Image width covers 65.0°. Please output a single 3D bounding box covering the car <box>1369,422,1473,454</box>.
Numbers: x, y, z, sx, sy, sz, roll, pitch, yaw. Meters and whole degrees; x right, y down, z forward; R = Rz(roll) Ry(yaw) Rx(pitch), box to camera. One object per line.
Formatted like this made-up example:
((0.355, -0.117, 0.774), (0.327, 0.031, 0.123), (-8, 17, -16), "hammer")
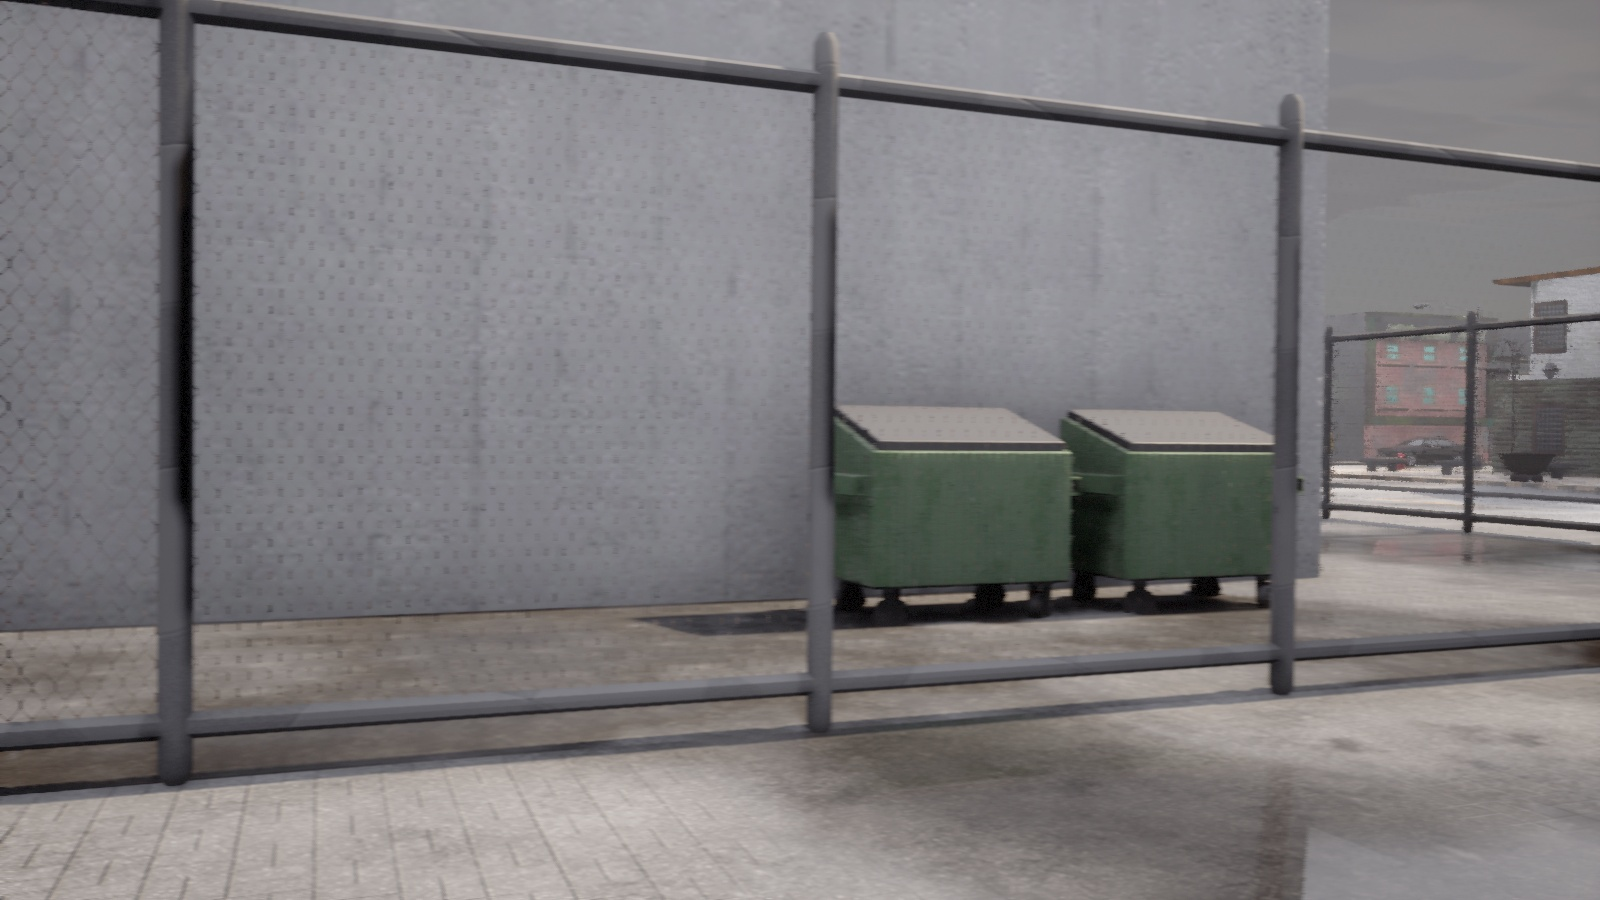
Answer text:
((31.820, -0.615, 64.330), (5.008, 1.535, 1.882), (-1, 1, -21), "car")
